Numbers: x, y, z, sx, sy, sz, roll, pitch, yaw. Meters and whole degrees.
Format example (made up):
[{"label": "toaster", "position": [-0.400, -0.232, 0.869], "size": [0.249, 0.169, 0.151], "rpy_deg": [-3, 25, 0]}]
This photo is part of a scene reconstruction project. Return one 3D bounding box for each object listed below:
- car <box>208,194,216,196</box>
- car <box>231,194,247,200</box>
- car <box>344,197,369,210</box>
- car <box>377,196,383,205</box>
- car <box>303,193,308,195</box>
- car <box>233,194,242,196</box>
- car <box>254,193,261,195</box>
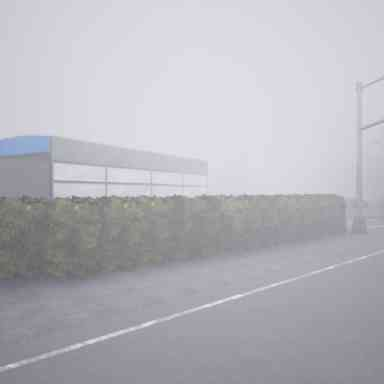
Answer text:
[{"label": "car", "position": [4.546, 1.291, 85.242], "size": [4.514, 1.523, 2.007], "rpy_deg": [0, 0, -41]}, {"label": "car", "position": [12.288, 1.224, 87.019], "size": [3.806, 1.475, 1.970], "rpy_deg": [0, 0, -41]}, {"label": "car", "position": [19.290, 1.335, 39.529], "size": [4.514, 1.523, 2.007], "rpy_deg": [0, 0, -41]}, {"label": "car", "position": [31.531, 1.377, 53.866], "size": [3.806, 1.475, 1.970], "rpy_deg": [0, 0, -41]}, {"label": "car", "position": [24.982, 1.069, 72.594], "size": [3.866, 1.878, 1.905], "rpy_deg": [0, 0, -41]}, {"label": "car", "position": [8.946, 1.292, 63.519], "size": [4.514, 1.523, 2.007], "rpy_deg": [0, 0, -41]}, {"label": "car", "position": [16.693, 1.146, 82.340], "size": [5.027, 1.636, 2.152], "rpy_deg": [0, 0, -41]}]
